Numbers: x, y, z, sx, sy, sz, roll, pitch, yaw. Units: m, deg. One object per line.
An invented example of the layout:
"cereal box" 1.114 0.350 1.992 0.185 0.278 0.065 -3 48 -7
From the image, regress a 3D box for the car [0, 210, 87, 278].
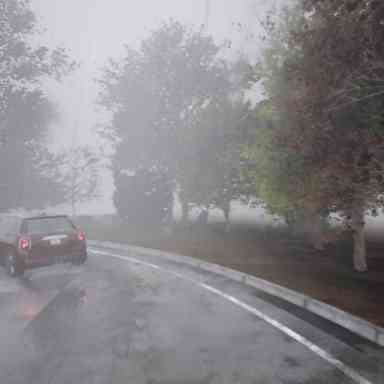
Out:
"car" -5.356 1.444 10.812 4.553 1.767 2.097 -1 0 44
